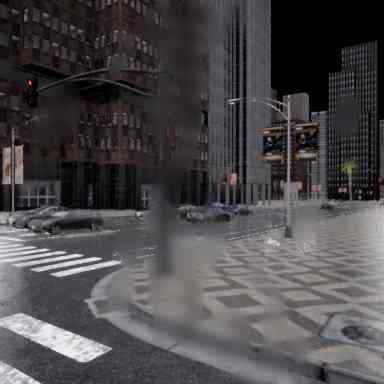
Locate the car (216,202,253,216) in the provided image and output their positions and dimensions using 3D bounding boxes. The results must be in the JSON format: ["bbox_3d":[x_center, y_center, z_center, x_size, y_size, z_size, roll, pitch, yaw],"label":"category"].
[{"bbox_3d":[5.289,2.078,38.800,2.033,1.411,5.357,0,-1,35],"label":"car"}]

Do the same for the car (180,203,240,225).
[{"bbox_3d":[1.626,1.918,27.541,2.033,1.411,5.357,0,-1,35],"label":"car"}]

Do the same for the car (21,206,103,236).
[{"bbox_3d":[-7.534,1.730,20.336,1.812,1.442,4.674,0,-1,32],"label":"car"}]

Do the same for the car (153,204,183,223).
[{"bbox_3d":[-0.917,1.851,29.947,1.882,1.535,5.008,0,-1,35],"label":"car"}]

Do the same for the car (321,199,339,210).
[{"bbox_3d":[25.116,2.481,61.125,1.837,1.490,4.892,0,-2,35],"label":"car"}]

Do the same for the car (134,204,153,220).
[{"bbox_3d":[-3.428,1.865,32.029,2.128,1.511,4.902,0,-1,35],"label":"car"}]

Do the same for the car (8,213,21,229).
[{"bbox_3d":[-9.906,1.703,22.807,2.128,1.511,4.902,0,-1,36],"label":"car"}]
